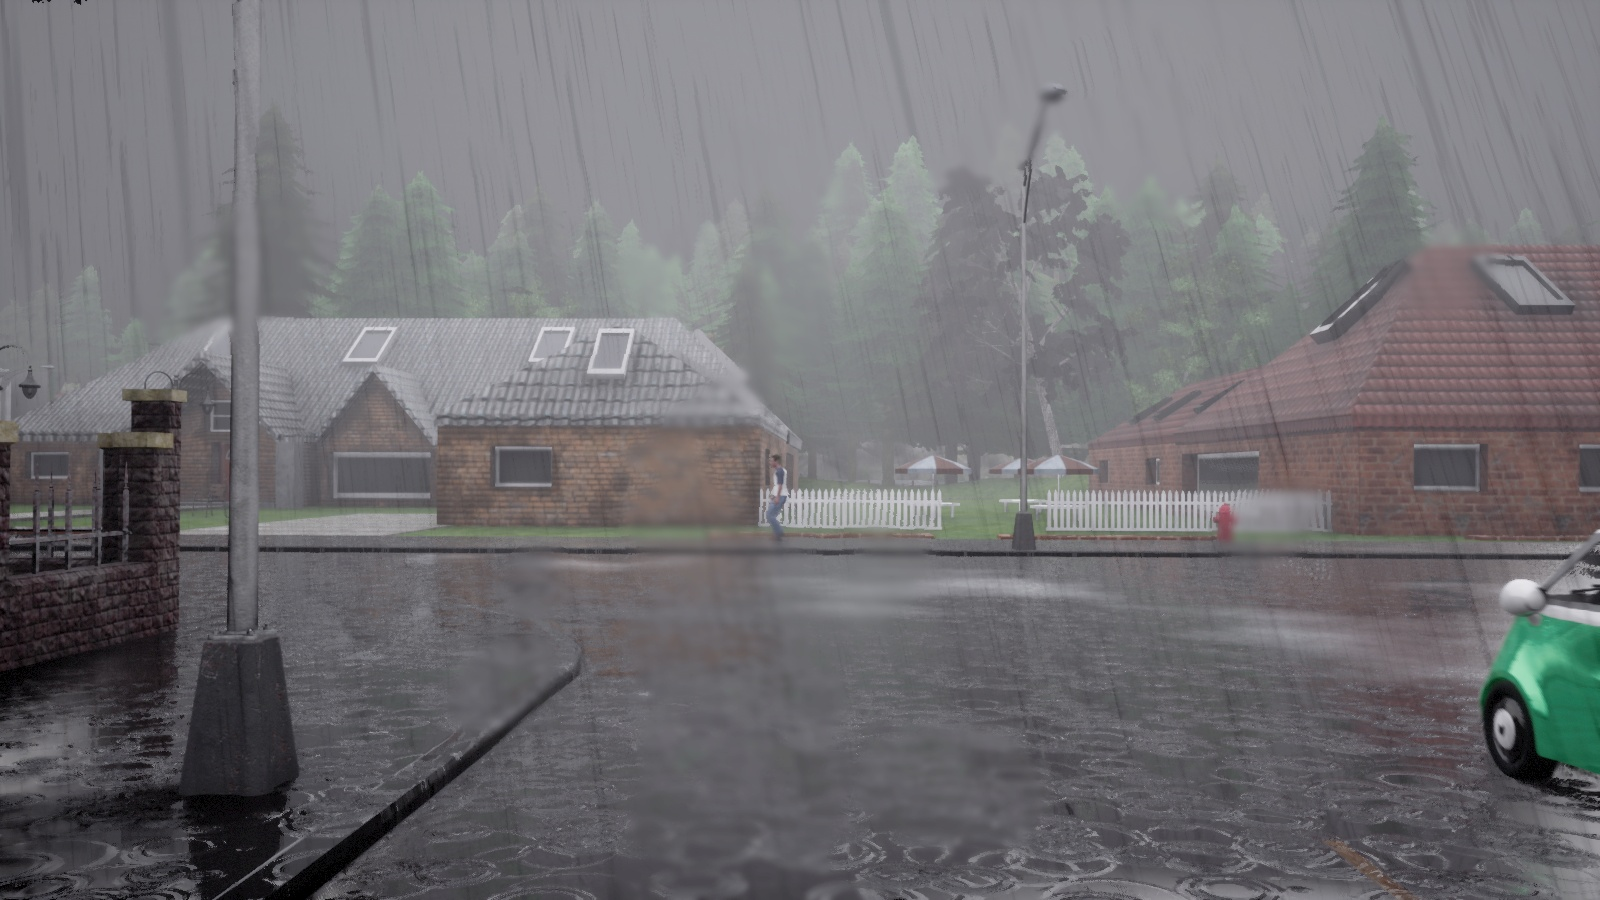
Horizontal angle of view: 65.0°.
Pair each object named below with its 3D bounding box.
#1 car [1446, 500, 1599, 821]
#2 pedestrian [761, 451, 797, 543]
[{"bbox_3d":[4.273,0.950,5.796,1.481,1.376,2.207,0,-1,2],"label":"car"},{"bbox_3d":[-0.422,0.948,25.406,0.706,1.836,0.354,0,-1,1],"label":"pedestrian"}]
